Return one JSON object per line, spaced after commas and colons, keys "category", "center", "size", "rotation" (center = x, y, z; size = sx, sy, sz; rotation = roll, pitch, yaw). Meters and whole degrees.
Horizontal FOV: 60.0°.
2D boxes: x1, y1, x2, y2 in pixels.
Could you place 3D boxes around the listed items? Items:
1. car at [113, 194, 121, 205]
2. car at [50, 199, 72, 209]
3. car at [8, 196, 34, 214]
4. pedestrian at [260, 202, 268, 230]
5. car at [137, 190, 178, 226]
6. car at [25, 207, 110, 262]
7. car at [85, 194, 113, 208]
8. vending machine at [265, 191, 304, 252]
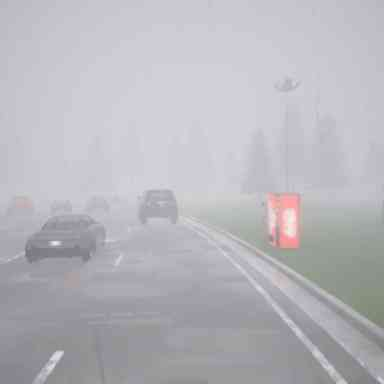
{"category": "car", "center": [-11.035, 0.989, 44.875], "size": [1.812, 1.442, 4.674], "rotation": [-1, 1, -33]}
{"category": "car", "center": [-12.711, 1.364, 32.389], "size": [1.895, 1.301, 4.718], "rotation": [-1, 1, -21]}
{"category": "car", "center": [-16.938, 1.148, 33.074], "size": [2.097, 1.767, 4.553], "rotation": [-1, 1, -23]}
{"category": "pedestrian", "center": [2.922, 0.920, 13.209], "size": [0.500, 1.100, 0.500], "rotation": [-1, 1, -7]}
{"category": "car", "center": [-2.372, 0.859, 21.991], "size": [2.150, 2.045, 5.566], "rotation": [-1, 1, -13]}
{"category": "car", "center": [-4.294, 1.472, 11.859], "size": [1.994, 1.385, 4.181], "rotation": [-1, 1, -7]}
{"category": "car", "center": [-9.684, 1.072, 33.786], "size": [2.097, 1.767, 4.553], "rotation": [-1, 1, -21]}
{"category": "vending machine", "center": [3.358, 1.028, 12.153], "size": [1.100, 2.100, 0.880], "rotation": [-1, 1, -7]}
